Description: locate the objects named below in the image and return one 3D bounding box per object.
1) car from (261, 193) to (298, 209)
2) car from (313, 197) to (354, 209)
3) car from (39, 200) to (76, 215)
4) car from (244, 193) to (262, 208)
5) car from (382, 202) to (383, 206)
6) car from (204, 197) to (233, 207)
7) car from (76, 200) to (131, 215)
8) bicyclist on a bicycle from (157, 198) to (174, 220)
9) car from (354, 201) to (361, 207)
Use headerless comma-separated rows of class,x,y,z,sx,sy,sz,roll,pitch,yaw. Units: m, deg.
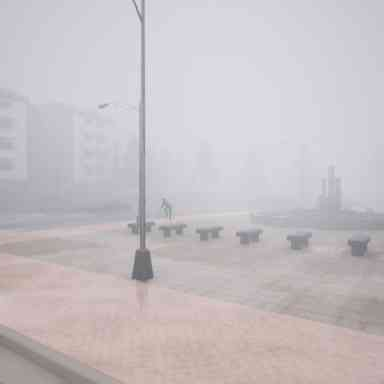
car,12.479,1.344,46.104,4.553,1.767,2.097,0,0,-22
car,18.524,1.499,44.302,4.892,1.490,1.837,0,0,-14
car,-13.432,1.548,34.118,1.994,1.385,4.181,0,0,36
car,10.504,1.216,49.396,5.566,2.045,2.150,0,0,-22
car,28.784,1.599,45.450,4.718,1.301,1.895,0,0,1
car,4.072,1.512,50.105,4.674,1.442,1.812,0,0,-28
car,-8.855,1.533,34.711,2.033,1.411,5.357,0,0,37
bicyclist on a bicycle,-2.003,1.293,24.805,1.656,1.620,0.582,0,0,33
car,22.160,1.596,48.654,4.718,1.301,1.895,0,0,-7
